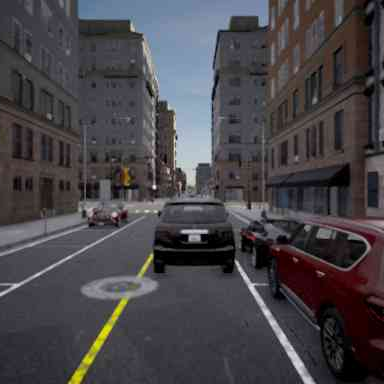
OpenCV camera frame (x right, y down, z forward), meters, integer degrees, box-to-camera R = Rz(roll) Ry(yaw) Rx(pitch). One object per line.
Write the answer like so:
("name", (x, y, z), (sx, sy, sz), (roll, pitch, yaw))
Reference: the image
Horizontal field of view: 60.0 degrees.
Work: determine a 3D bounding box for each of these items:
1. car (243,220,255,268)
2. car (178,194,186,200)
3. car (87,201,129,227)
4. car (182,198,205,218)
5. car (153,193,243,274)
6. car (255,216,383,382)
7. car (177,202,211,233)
("car", (2.640, 1.517, 10.812), (1.947, 1.339, 4.313), (0, 0, 0))
("car", (-2.678, 1.261, 89.027), (1.837, 1.490, 4.892), (0, 0, 0))
("car", (-5.382, 1.349, 21.724), (1.967, 1.590, 4.097), (0, 0, 0))
("car", (0.105, 1.359, 29.773), (1.882, 1.535, 5.008), (0, 0, 0))
("car", (0.039, 1.174, 10.560), (2.150, 2.045, 5.566), (0, 0, 0))
("car", (2.638, 1.290, 5.357), (2.192, 1.841, 5.009), (0, 0, 0))
("car", (0.106, 1.421, 20.041), (1.837, 1.490, 4.892), (0, 0, 0))
